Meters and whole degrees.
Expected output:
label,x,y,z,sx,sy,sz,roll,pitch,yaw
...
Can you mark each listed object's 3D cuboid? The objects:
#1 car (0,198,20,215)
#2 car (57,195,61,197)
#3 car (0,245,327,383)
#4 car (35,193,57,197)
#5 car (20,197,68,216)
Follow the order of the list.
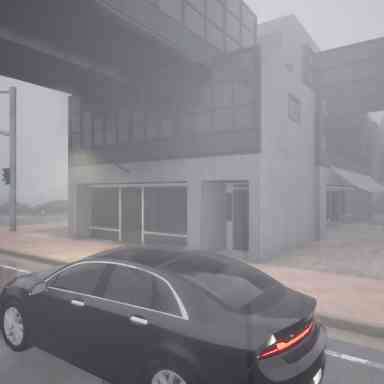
label,x,y,z,sx,sy,sz,roll,pitch,yaw
car,-18.344,1.564,33.145,1.994,1.385,4.181,0,0,36
car,-29.471,1.364,72.196,3.905,1.438,1.784,0,0,35
car,-0.788,1.505,4.555,4.892,1.490,1.837,0,0,36
car,-31.200,1.153,69.870,4.605,1.855,1.932,0,0,35
car,-13.966,1.505,33.197,1.837,1.490,4.892,0,0,36
